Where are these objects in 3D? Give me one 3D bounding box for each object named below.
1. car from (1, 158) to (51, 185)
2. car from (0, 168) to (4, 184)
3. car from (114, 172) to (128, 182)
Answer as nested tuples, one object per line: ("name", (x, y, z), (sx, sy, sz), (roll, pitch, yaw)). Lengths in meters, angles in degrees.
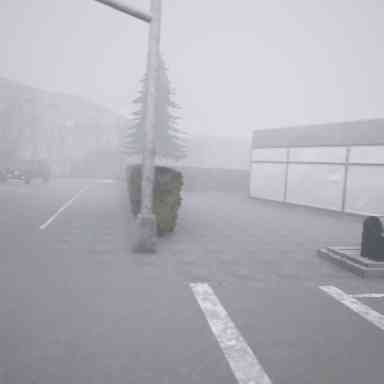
("car", (-13.847, -1.796, 27.967), (2.150, 2.045, 5.566), (3, 4, -1))
("car", (-11.814, -0.480, 17.485), (1.895, 1.301, 4.718), (2, 5, -13))
("car", (-6.869, -1.879, 38.539), (4.181, 1.385, 1.994), (1, 5, -28))
